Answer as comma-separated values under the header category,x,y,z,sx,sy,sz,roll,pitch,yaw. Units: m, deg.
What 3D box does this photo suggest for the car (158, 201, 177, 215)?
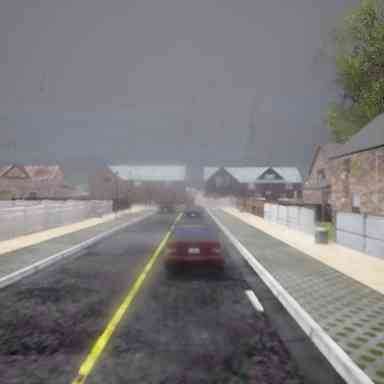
category,x,y,z,sx,sy,sz,roll,pitch,yaw
car,-2.700,1.755,37.359,1.837,1.490,4.892,0,-1,1

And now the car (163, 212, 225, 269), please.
category,x,y,z,sx,sy,sz,roll,pitch,yaw
car,0.077,1.624,11.369,2.033,1.411,5.357,0,0,1

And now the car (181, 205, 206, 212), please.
category,x,y,z,sx,sy,sz,roll,pitch,yaw
car,0.128,1.724,26.364,2.033,1.411,5.357,0,0,1
